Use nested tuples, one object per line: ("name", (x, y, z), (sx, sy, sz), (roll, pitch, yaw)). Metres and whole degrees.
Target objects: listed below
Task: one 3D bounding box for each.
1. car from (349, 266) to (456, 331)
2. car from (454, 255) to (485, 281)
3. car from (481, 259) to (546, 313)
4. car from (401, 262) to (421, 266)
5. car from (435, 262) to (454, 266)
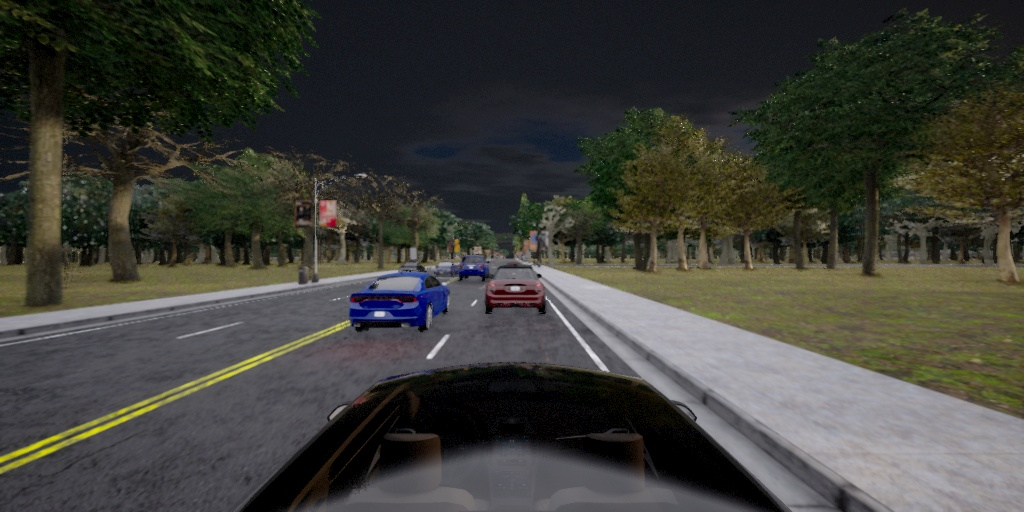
("car", (-3.138, 1.227, 10.987), (1.882, 1.535, 5.008), (0, 0, 0))
("car", (-3.106, 0.973, 30.021), (2.150, 2.045, 5.566), (0, 0, 0))
("car", (0.117, 1.103, 14.029), (2.097, 1.767, 4.553), (0, 0, 0))
("car", (-9.774, 1.314, 35.137), (1.994, 1.385, 4.181), (0, 0, 0))
("car", (-6.522, 1.276, 35.528), (1.812, 1.442, 4.674), (0, 0, 0))
